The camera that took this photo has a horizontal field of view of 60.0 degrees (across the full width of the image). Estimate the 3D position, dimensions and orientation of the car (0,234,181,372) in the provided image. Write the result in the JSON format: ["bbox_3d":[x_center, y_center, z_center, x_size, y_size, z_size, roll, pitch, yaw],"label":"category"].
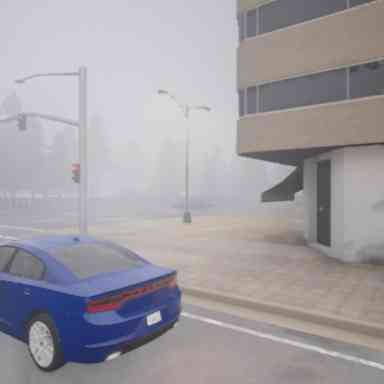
[{"bbox_3d":[-2.500,1.479,5.745,5.008,1.535,1.882,0,0,36],"label":"car"}]

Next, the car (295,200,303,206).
[{"bbox_3d":[18.700,1.560,51.200,5.357,1.411,2.033,0,0,-5],"label":"car"}]

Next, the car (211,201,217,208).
[{"bbox_3d":[0.925,1.551,45.626,4.718,1.301,1.895,0,0,-28],"label":"car"}]

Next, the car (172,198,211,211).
[{"bbox_3d":[-0.321,1.514,40.653,4.181,1.385,1.994,0,0,-33],"label":"car"}]
